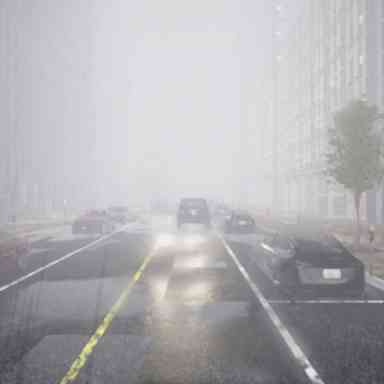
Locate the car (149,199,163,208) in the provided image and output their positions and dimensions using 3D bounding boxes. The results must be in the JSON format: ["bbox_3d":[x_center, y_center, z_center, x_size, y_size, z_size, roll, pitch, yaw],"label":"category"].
[{"bbox_3d":[-5.719,1.822,53.843,1.752,1.417,4.829,0,0,0],"label":"car"}]

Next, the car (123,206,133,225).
[{"bbox_3d":[-5.702,1.715,25.550,1.947,1.339,4.313,0,0,0],"label":"car"}]

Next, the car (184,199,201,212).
[{"bbox_3d":[0.072,1.733,42.857,2.128,1.511,4.902,0,0,0],"label":"car"}]

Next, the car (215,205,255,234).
[{"bbox_3d":[2.682,1.683,19.854,1.947,1.339,4.313,0,0,0],"label":"car"}]

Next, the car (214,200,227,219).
[{"bbox_3d":[2.675,1.747,31.238,1.947,1.339,4.313,0,0,0],"label":"car"}]

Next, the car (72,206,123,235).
[{"bbox_3d":[-5.699,1.662,19.858,1.887,1.381,4.507,0,0,0],"label":"car"}]

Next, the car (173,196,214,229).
[{"bbox_3d":[0.089,1.356,22.608,2.150,2.045,5.566,0,0,-1],"label":"car"}]

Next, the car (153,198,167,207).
[{"bbox_3d":[-5.722,1.875,59.706,2.008,1.369,4.403,0,0,0],"label":"car"}]

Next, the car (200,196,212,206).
[{"bbox_3d":[2.657,1.667,65.393,2.192,1.841,5.009,0,0,0],"label":"car"}]

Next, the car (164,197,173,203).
[{"bbox_3d":[-5.735,1.981,82.475,2.008,1.369,4.403,0,0,0],"label":"car"}]

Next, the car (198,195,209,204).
[{"bbox_3d":[2.650,1.720,76.778,2.192,1.841,5.009,0,0,0],"label":"car"}]

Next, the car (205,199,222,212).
[{"bbox_3d":[2.669,1.681,42.624,1.967,1.590,4.097,0,0,0],"label":"car"}]

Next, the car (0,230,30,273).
[{"bbox_3d":[-5.692,1.633,8.473,1.802,1.307,4.206,0,0,0],"label":"car"}]

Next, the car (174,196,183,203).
[{"bbox_3d":[-3.044,1.695,77.342,1.882,1.535,5.008,0,0,0],"label":"car"}]

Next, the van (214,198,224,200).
[{"bbox_3d":[2.672,1.552,36.933,1.690,1.788,3.998,0,0,0],"label":"van"}]

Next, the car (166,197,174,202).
[{"bbox_3d":[-5.739,2.020,88.168,1.947,1.339,4.313,0,0,0],"label":"car"}]

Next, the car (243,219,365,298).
[{"bbox_3d":[2.688,1.617,8.470,1.947,1.339,4.313,0,0,0],"label":"car"}]

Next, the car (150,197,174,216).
[{"bbox_3d":[-3.115,1.556,35.552,2.097,1.767,4.553,0,0,0],"label":"car"}]
